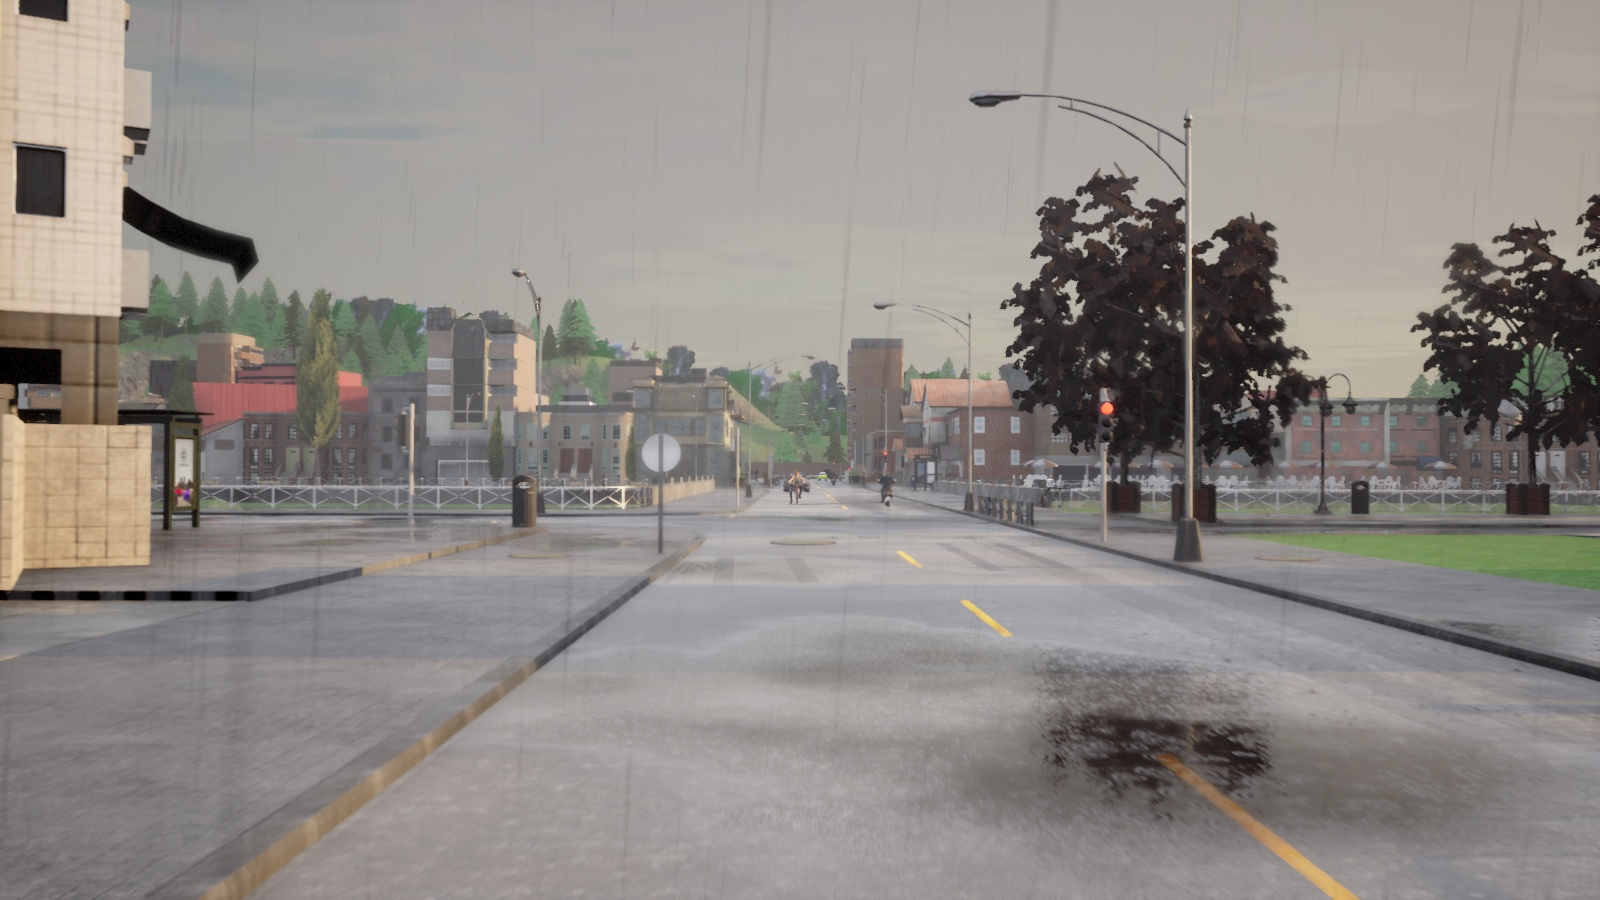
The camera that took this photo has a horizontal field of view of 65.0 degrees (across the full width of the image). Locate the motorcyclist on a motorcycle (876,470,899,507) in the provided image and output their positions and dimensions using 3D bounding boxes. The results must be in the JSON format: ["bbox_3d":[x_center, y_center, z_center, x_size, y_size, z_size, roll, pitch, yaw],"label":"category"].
[{"bbox_3d":[3.857,1.683,55.553,0.866,1.590,1.817,0,-1,0],"label":"motorcyclist on a motorcycle"}]

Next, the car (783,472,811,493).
[{"bbox_3d":[-0.219,2.377,92.434,1.816,1.474,4.193,0,-1,-4],"label":"car"}]
